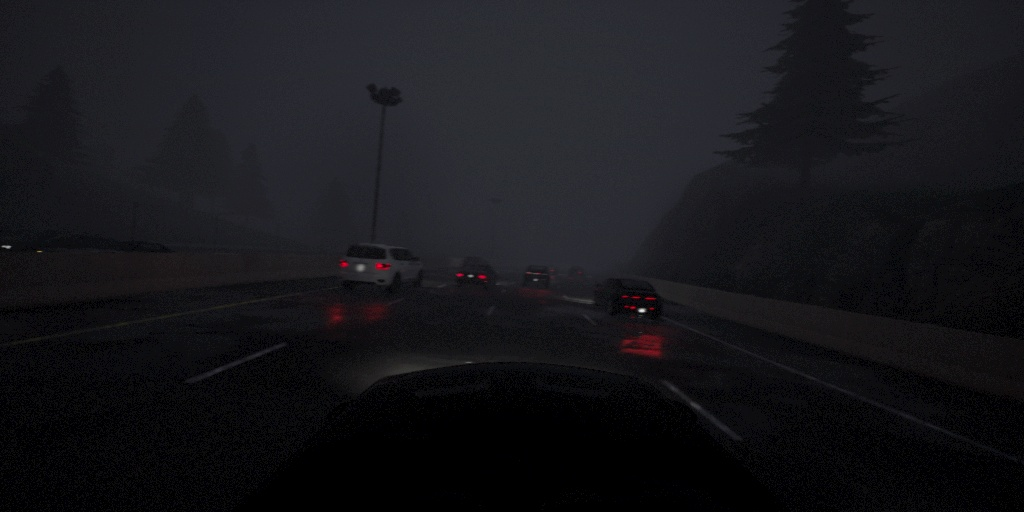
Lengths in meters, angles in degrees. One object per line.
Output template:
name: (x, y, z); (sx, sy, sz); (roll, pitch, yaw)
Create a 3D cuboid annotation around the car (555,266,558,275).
car: (5.153, 1.776, 48.513); (1.812, 1.442, 4.674); (4, 0, 13)

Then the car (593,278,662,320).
car: (4.736, 1.671, 15.200); (1.837, 1.490, 4.892); (4, 0, 2)

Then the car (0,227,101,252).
car: (-19.837, -0.394, 15.718); (2.128, 1.511, 4.902); (5, 0, 2)

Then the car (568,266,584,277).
car: (8.913, 2.091, 49.423); (1.812, 1.442, 4.674); (4, 0, 13)

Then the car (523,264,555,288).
car: (1.879, 1.436, 26.849); (2.128, 1.511, 4.902); (5, 0, 6)

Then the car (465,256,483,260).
car: (-3.804, 0.836, 37.386); (2.097, 1.767, 4.553); (5, 0, 8)

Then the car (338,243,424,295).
car: (-5.742, 0.513, 16.494); (2.150, 2.045, 5.566); (4, 0, 2)

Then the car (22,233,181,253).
car: (-16.401, 0.000, 15.147); (1.895, 1.301, 4.718); (5, 0, 2)

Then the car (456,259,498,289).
car: (-2.027, 1.158, 21.924); (2.033, 1.411, 5.357); (5, 0, 5)
